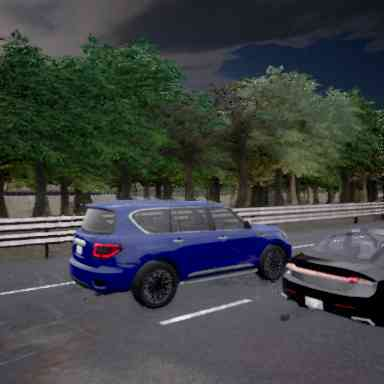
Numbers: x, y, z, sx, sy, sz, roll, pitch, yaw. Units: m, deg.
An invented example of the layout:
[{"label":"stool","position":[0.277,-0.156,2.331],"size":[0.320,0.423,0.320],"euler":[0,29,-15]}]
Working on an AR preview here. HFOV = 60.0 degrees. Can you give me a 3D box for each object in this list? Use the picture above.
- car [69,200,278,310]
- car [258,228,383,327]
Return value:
[{"label":"car","position":[-0.012,1.206,8.037],"size":[5.566,2.045,2.150],"euler":[0,0,-35]},{"label":"car","position":[3.833,1.468,6.481],"size":[4.902,1.511,2.128],"euler":[0,0,-35]}]
